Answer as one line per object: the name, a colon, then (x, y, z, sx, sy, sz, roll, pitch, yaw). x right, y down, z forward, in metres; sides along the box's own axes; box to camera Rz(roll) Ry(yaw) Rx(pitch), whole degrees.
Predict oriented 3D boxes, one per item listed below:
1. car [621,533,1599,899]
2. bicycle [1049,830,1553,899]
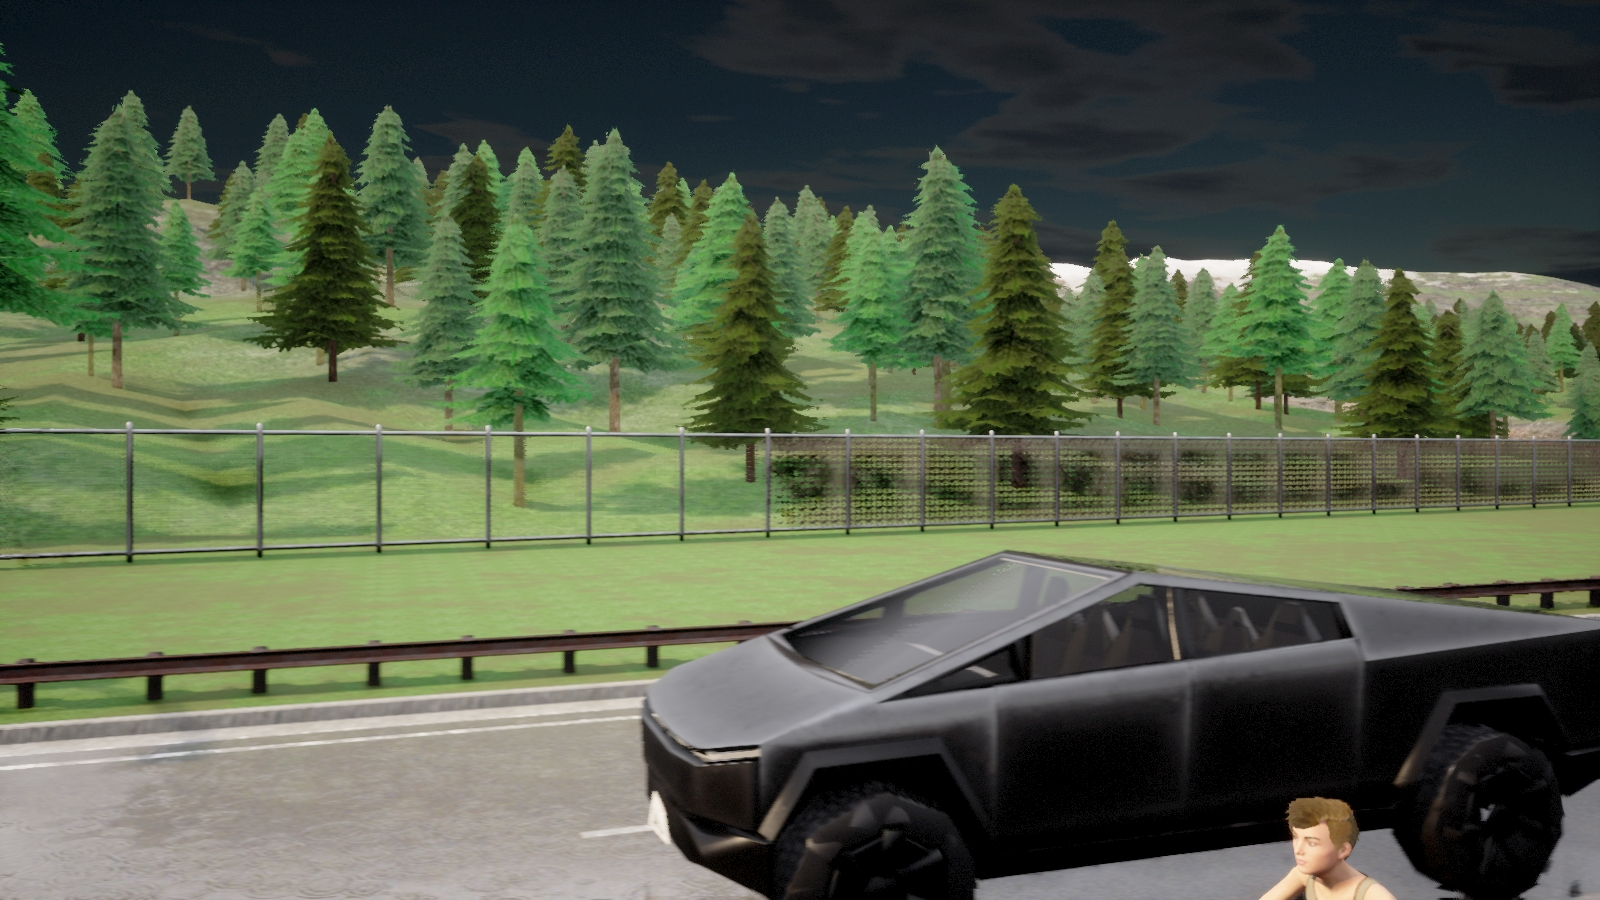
car: (2.145, 1.753, 7.515, 6.274, 2.098, 2.390, 0, 0, -18)
bicycle: (1.733, 2.158, 3.916, 1.487, 1.277, 0.859, 0, 0, -20)
